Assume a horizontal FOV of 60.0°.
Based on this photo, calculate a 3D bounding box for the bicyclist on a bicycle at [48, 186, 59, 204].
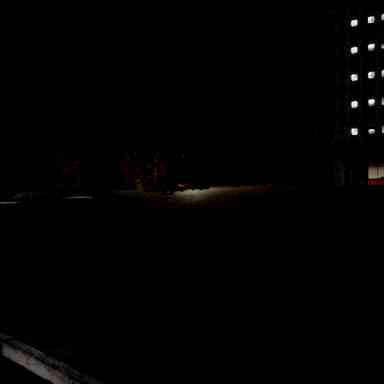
[{"bbox_3d":[-12.643,0.252,30.255,1.656,1.620,0.582,-1,2,33],"label":"bicyclist on a bicycle"}]

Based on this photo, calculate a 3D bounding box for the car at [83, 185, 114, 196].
[{"bbox_3d":[-13.728,-0.196,49.047,1.837,1.490,4.892,0,3,31],"label":"car"}]

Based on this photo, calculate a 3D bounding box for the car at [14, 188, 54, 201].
[{"bbox_3d":[-19.106,0.286,40.389,1.812,1.442,4.674,0,3,33],"label":"car"}]

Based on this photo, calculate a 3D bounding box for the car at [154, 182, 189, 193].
[{"bbox_3d":[-3.221,-0.592,53.721,2.033,1.411,5.357,0,2,30],"label":"car"}]

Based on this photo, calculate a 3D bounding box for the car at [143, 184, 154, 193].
[{"bbox_3d":[-5.999,-0.584,55.409,2.033,1.411,5.357,0,2,30],"label":"car"}]

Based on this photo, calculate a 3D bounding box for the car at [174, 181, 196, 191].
[{"bbox_3d":[-1.317,-1.200,63.732,2.097,1.767,4.553,0,2,29],"label":"car"}]

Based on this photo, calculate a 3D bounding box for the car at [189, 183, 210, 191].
[{"bbox_3d":[1.559,-0.965,62.217,1.895,1.301,4.718,0,2,29],"label":"car"}]
